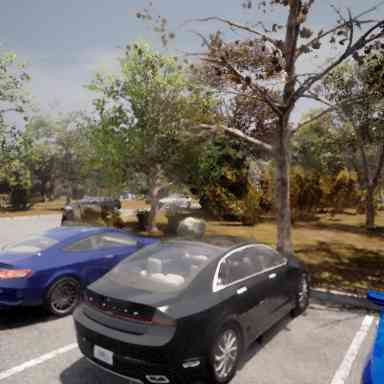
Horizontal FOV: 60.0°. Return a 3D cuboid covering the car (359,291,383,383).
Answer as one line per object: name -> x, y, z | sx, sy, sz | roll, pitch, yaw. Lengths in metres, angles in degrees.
car -> 3.138, 1.487, 3.584 | 2.097, 1.535, 5.008 | 1, 1, 36

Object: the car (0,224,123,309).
car -> -2.197, 1.444, 7.382 | 2.002, 1.452, 4.674 | 1, 1, 36

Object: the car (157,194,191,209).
car -> -1.874, 0.981, 35.160 | 1.812, 1.442, 4.674 | -2, -1, 36

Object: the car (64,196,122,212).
car -> -7.841, 1.072, 26.603 | 2.128, 1.511, 4.902 | -2, -1, 34

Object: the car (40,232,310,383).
car -> 0.468, 1.447, 5.477 | 2.231, 1.521, 4.892 | 1, 1, 36
